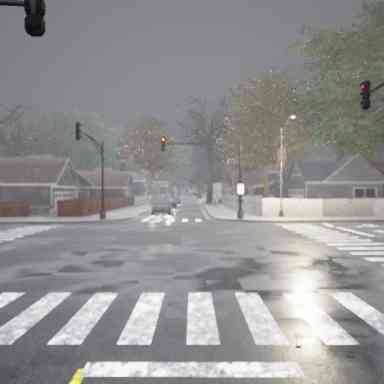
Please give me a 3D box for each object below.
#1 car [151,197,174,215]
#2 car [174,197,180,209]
[{"bbox_3d":[-3.069,1.482,33.929,1.837,1.490,4.892,0,0,-2],"label":"car"},{"bbox_3d":[-3.081,1.452,46.257,1.882,1.535,5.008,0,0,0],"label":"car"}]
